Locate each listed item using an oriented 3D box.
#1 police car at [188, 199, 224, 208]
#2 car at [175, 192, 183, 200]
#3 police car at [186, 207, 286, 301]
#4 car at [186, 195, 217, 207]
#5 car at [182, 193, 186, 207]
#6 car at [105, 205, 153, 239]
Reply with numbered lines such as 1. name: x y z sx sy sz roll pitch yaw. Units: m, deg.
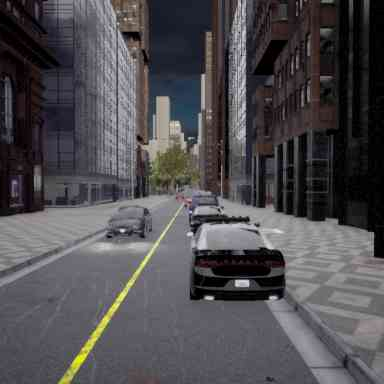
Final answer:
1. police car: 0.879 1.414 18.500 1.930 1.638 5.238 0 0 0
2. car: -3.095 1.074 84.275 2.150 2.045 5.566 0 0 0
3. police car: 0.891 1.421 8.499 1.930 1.638 5.238 0 0 0
4. car: 0.873 1.208 24.419 2.150 2.045 5.566 0 0 0
5. car: -0.006 1.302 48.728 2.097 1.767 4.553 0 0 0
6. car: -3.121 1.495 17.337 1.837 1.490 4.892 0 0 0
